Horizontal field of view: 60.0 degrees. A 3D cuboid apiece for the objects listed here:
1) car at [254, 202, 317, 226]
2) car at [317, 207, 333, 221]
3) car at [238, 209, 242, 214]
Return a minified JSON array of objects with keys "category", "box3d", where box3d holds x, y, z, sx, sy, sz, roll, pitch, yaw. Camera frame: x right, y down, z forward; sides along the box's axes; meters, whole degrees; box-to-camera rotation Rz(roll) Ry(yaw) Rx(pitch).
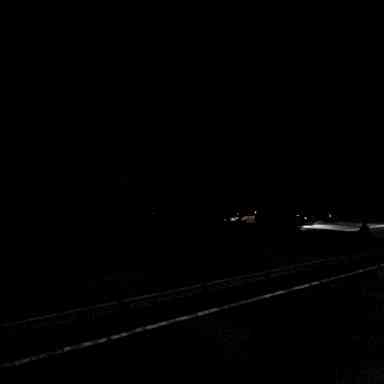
[{"category":"car","box3d":[6.631,1.651,24.618,1.994,1.385,4.181,0,-1,-39]},{"category":"car","box3d":[8.989,1.585,27.268,2.128,1.511,4.902,0,-1,-39]},{"category":"car","box3d":[2.738,1.787,34.682,2.033,1.411,5.357,0,-1,-42]}]
